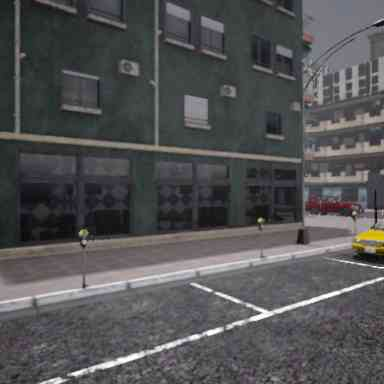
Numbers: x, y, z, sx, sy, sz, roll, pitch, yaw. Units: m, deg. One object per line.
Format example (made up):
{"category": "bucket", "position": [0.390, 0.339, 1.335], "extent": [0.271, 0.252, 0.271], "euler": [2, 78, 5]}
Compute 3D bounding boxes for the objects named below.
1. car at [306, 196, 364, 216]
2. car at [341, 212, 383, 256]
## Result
{"category": "car", "position": [12.631, 1.249, 29.803], "extent": [2.192, 1.841, 5.009], "euler": [0, 0, -36]}
{"category": "car", "position": [7.633, 1.518, 12.009], "extent": [4.829, 1.417, 1.752], "euler": [0, 0, -36]}
